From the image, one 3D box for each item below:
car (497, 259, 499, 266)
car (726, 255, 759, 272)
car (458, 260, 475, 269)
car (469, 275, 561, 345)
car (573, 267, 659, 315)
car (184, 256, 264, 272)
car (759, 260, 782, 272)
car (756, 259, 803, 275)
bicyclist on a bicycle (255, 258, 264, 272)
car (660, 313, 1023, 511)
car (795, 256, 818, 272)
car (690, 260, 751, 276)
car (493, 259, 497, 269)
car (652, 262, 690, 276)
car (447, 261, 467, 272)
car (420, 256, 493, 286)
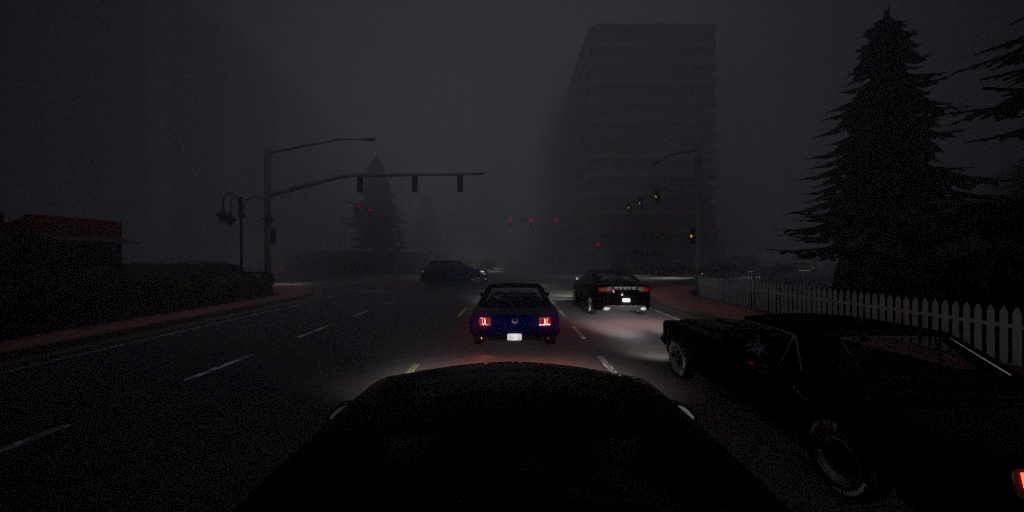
[{"bbox_3d":[-3.623,1.255,62.038,1.837,1.490,4.892,0,0,0],"label":"car"},{"bbox_3d":[25.618,0.916,40.077,5.566,2.045,2.150,0,0,-31],"label":"car"},{"bbox_3d":[-7.136,1.297,56.692,2.033,1.411,5.357,0,0,0],"label":"car"},{"bbox_3d":[0.067,1.351,9.471,1.895,1.301,4.718,0,0,0],"label":"car"},{"bbox_3d":[3.577,1.228,13.679,1.882,1.535,5.008,0,0,0],"label":"car"},{"bbox_3d":[-19.947,1.047,24.277,4.553,1.767,2.097,0,0,0],"label":"car"},{"bbox_3d":[33.344,1.220,46.202,1.812,1.442,4.674,0,0,42],"label":"car"},{"bbox_3d":[27.890,1.295,37.389,4.718,1.301,1.895,0,0,-31],"label":"car"},{"bbox_3d":[-27.918,0.996,39.698,0.582,1.620,1.656,0,0,0],"label":"bicyclist on a bicycle"},{"bbox_3d":[3.598,1.351,4.359,1.895,1.301,4.718,0,0,0],"label":"car"},{"bbox_3d":[35.534,0.916,43.433,2.150,2.045,5.566,0,0,44],"label":"car"},{"bbox_3d":[19.544,1.295,33.621,4.718,1.301,1.895,0,0,-18],"label":"car"},{"bbox_3d":[-3.638,1.228,51.939,1.882,1.535,5.008,0,0,0],"label":"car"},{"bbox_3d":[16.561,1.295,36.469,4.718,1.301,1.895,0,0,-14],"label":"car"},{"bbox_3d":[-7.137,1.351,47.040,1.895,1.301,4.718,0,0,0],"label":"car"},{"bbox_3d":[-3.798,1.084,24.416,4.553,1.767,2.097,0,0,0],"label":"car"}]
